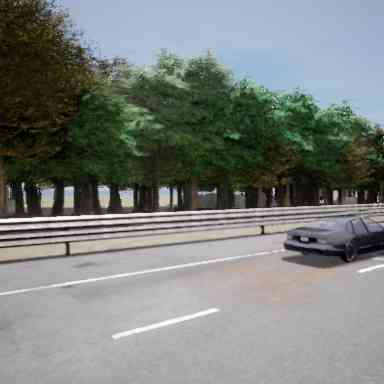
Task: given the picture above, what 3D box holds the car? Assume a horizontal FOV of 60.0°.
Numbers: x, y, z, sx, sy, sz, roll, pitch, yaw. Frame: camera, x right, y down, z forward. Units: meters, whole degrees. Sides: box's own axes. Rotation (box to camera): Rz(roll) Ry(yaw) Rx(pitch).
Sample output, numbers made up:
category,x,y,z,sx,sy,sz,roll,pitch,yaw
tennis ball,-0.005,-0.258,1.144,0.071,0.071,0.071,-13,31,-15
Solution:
category,x,y,z,sx,sy,sz,roll,pitch,yaw
car,5.626,1.549,12.051,5.357,1.411,2.033,0,0,-36
